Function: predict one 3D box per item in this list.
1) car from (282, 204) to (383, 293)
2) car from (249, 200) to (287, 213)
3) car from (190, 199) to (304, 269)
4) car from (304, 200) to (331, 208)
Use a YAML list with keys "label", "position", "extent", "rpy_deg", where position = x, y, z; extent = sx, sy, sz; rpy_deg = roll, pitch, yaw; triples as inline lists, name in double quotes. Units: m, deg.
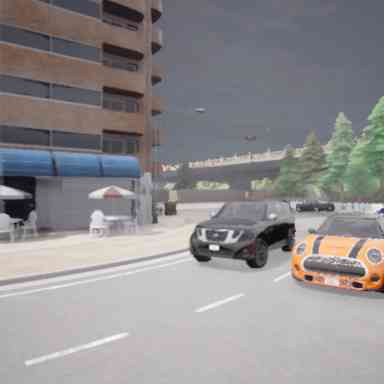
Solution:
- label: "car"
  position: [4.421, 1.382, 9.130]
  extent: [2.097, 1.767, 4.553]
  rpy_deg: [0, 0, 37]
- label: "car"
  position: [9.171, 1.685, 40.551]
  extent: [1.812, 1.442, 4.674]
  rpy_deg: [0, 0, -28]
- label: "car"
  position: [2.117, 1.272, 11.980]
  extent: [2.150, 2.045, 5.566]
  rpy_deg: [0, 0, 32]
- label: "car"
  position: [14.064, 1.613, 38.153]
  extent: [1.882, 1.535, 5.008]
  rpy_deg: [0, 0, -20]
